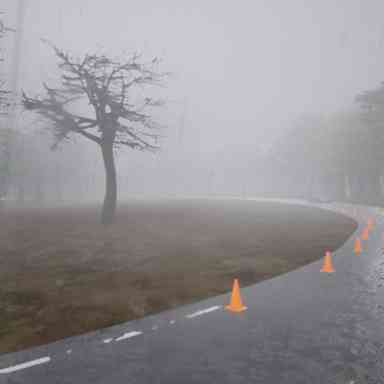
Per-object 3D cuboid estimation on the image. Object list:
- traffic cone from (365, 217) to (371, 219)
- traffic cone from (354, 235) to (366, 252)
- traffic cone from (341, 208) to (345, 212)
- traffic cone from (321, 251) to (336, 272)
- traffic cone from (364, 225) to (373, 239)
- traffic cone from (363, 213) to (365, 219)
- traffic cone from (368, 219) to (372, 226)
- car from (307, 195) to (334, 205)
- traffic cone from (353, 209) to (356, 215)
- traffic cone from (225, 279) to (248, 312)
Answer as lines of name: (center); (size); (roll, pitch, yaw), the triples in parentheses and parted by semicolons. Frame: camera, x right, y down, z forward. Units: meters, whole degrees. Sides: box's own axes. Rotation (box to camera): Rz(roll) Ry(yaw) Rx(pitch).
traffic cone: (14.188, 2.251, 26.492); (0.340, 0.580, 0.340); (-2, -1, 25)
traffic cone: (6.918, 2.159, 13.816); (0.340, 0.580, 0.340); (-2, -2, 33)
traffic cone: (18.185, 2.066, 40.025); (0.340, 0.580, 0.340); (-2, 1, 8)
traffic cone: (4.115, 2.087, 10.064); (0.340, 0.580, 0.340); (-2, -2, 40)
traffic cone: (9.421, 2.226, 17.983); (0.340, 0.580, 0.340); (-2, -1, 30)
traffic cone: (15.978, 2.218, 30.860); (0.340, 0.580, 0.340); (-2, 0, 19)
traffic cone: (11.949, 2.253, 22.298); (0.340, 0.580, 0.340); (-2, -1, 30)
car: (20.335, 1.211, 52.978); (2.033, 1.411, 5.357); (-2, 2, -7)
traffic cone: (17.315, 2.156, 35.387); (0.340, 0.580, 0.340); (-2, 0, 14)
traffic cone: (0.891, 2.037, 6.667); (0.340, 0.580, 0.340); (1, -1, -43)
